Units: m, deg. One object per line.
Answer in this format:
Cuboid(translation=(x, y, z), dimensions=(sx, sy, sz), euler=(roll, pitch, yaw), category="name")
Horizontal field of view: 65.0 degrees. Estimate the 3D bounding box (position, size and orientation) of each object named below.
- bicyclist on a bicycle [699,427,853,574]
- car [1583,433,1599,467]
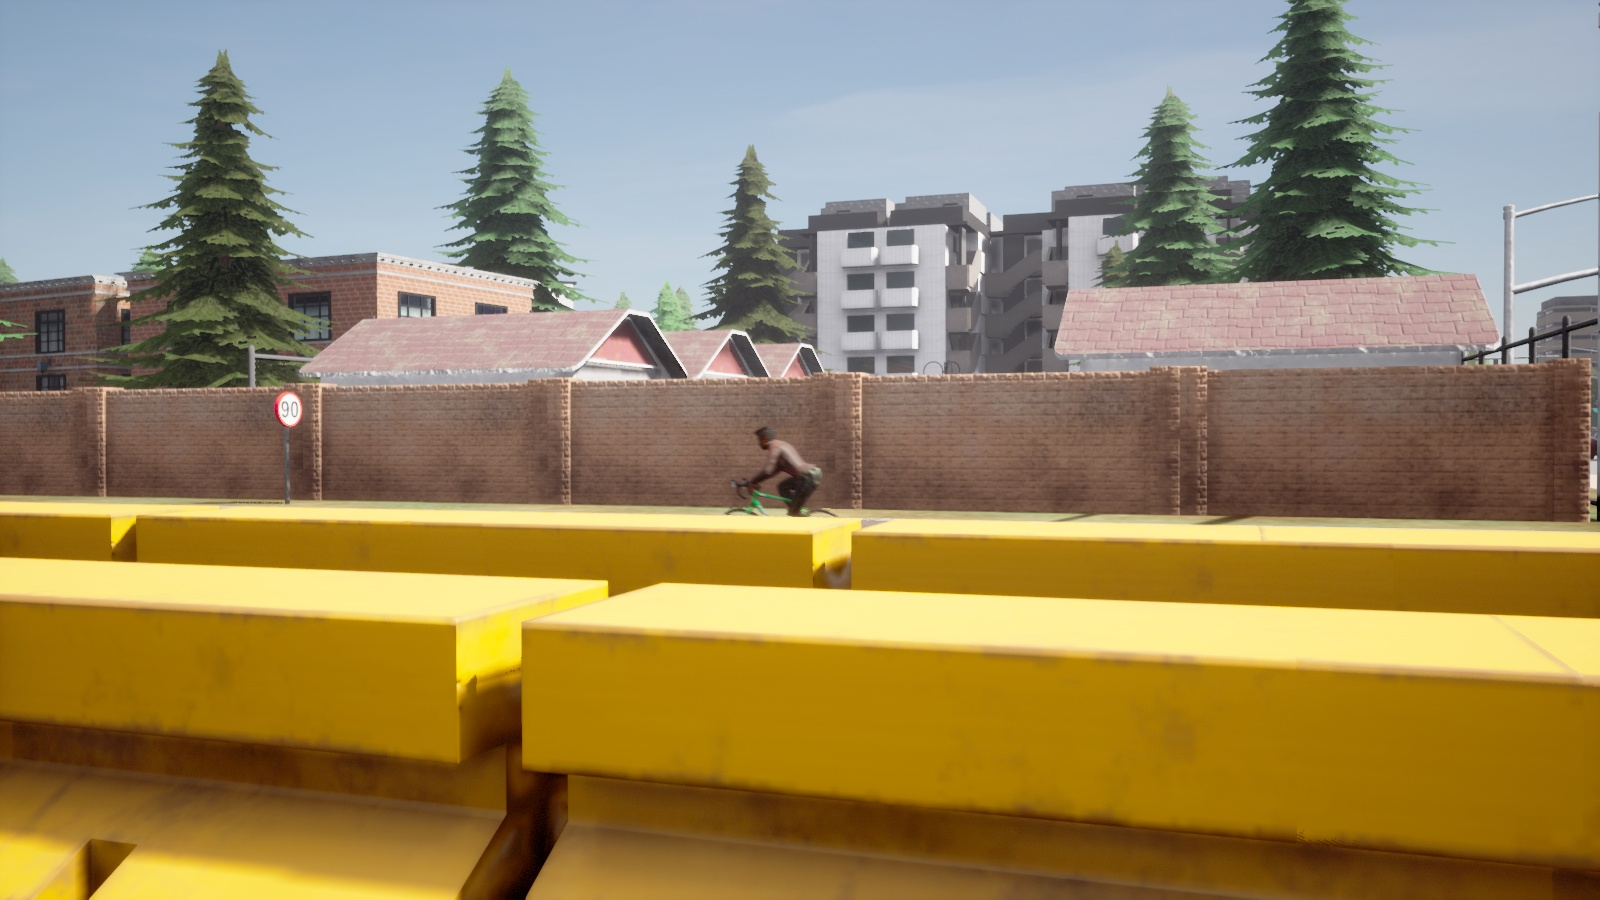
Cuboid(translation=(-0.276, 0.550, 14.363), dimensions=(1.656, 1.620, 0.582), euler=(0, 1, 19), category="bicyclist on a bicycle")
Cuboid(translation=(38.304, 0.001, 58.753), dimensions=(1.882, 1.535, 5.008), euler=(1, 1, 20), category="car")
